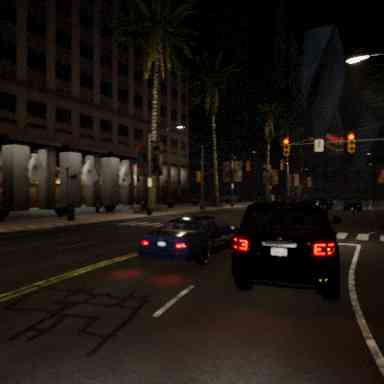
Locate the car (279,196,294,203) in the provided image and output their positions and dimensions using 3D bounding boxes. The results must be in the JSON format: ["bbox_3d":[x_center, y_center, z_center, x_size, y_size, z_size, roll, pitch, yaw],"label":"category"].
[{"bbox_3d":[19.797,1.511,69.436,2.161,1.482,4.786,0,0,28],"label":"car"}]

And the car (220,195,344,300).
[{"bbox_3d":[2.637,1.221,8.737,2.150,2.045,5.566,0,0,22],"label":"car"}]

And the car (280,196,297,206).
[{"bbox_3d":[16.670,1.503,57.247,1.837,1.490,4.892,0,0,29],"label":"car"}]

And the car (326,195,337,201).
[{"bbox_3d":[34.697,1.549,82.677,1.994,1.385,4.181,0,0,28],"label":"car"}]

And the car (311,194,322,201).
[{"bbox_3d":[31.608,1.352,84.322,2.097,1.767,4.553,0,0,28],"label":"car"}]

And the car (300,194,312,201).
[{"bbox_3d":[30.398,1.352,88.635,2.185,1.767,4.553,0,0,28],"label":"car"}]

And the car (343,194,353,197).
[{"bbox_3d":[37.996,1.352,81.426,2.097,1.767,4.553,0,0,28],"label":"car"}]

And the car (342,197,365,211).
[{"bbox_3d":[19.518,1.600,40.229,1.895,1.301,4.718,0,0,29],"label":"car"}]

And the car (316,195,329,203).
[{"bbox_3d":[27.222,1.477,69.064,1.882,1.535,5.008,0,0,29],"label":"car"}]

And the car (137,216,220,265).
[{"bbox_3d":[0.220,1.547,11.831,2.033,1.411,5.357,0,0,26],"label":"car"}]

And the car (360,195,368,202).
[{"bbox_3d":[40.874,1.534,79.386,2.033,1.411,5.357,0,0,28],"label":"car"}]

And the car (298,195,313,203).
[{"bbox_3d":[24.151,1.524,70.744,2.128,1.511,4.902,0,0,29],"label":"car"}]
